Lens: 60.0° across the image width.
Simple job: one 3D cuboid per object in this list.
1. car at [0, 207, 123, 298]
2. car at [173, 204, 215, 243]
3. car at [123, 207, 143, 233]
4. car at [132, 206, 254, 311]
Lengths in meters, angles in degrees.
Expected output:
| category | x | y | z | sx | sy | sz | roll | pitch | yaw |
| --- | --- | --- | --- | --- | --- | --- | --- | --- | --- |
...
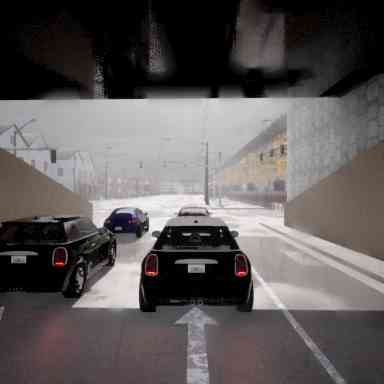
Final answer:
| category | x | y | z | sx | sy | sz | roll | pitch | yaw |
| --- | --- | --- | --- | --- | --- | --- | --- | --- | --- |
| car | -3.415 | 1.352 | 8.678 | 2.097 | 1.767 | 4.553 | 0 | 0 | 0 |
| car | 0.089 | 1.478 | 17.183 | 1.882 | 1.535 | 5.008 | 0 | 0 | 0 |
| car | -3.411 | 1.526 | 17.729 | 1.812 | 1.442 | 4.674 | 0 | 0 | 0 |
| car | 0.080 | 1.352 | 7.915 | 2.097 | 1.767 | 4.553 | 0 | 0 | 0 |
